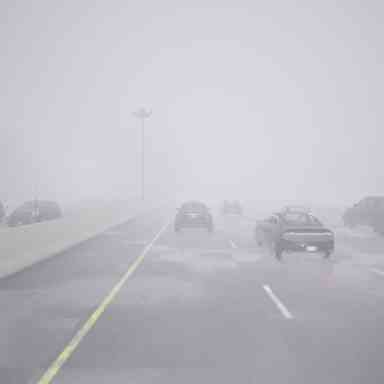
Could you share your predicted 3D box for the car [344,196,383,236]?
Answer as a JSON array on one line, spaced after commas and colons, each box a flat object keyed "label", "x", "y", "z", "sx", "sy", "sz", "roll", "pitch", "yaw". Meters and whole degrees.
[{"label": "car", "x": 10.597, "y": 1.222, "z": 18.589, "sx": 2.150, "sy": 2.045, "sz": 5.566, "roll": 0, "pitch": 0, "yaw": 0}]

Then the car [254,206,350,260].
[{"label": "car", "x": 3.598, "y": 1.492, "z": 12.454, "sx": 2.128, "sy": 1.511, "sz": 4.902, "roll": 0, "pitch": 0, "yaw": 0}]

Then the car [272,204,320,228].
[{"label": "car", "x": 7.095, "y": 1.602, "z": 23.307, "sx": 1.895, "sy": 1.301, "sz": 4.718, "roll": 0, "pitch": 0, "yaw": 0}]

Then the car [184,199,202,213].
[{"label": "car", "x": 0.094, "y": 1.549, "z": 38.991, "sx": 2.033, "sy": 1.411, "sz": 5.357, "roll": 0, "pitch": 0, "yaw": 0}]

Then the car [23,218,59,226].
[{"label": "car", "x": -10.602, "y": 1.353, "z": 22.686, "sx": 2.097, "sy": 1.767, "sz": 4.553, "roll": 0, "pitch": 0, "yaw": 0}]

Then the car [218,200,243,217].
[{"label": "car", "x": 3.596, "y": 1.493, "z": 31.187, "sx": 2.128, "sy": 1.511, "sz": 4.902, "roll": 0, "pitch": 0, "yaw": 0}]

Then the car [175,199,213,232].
[{"label": "car", "x": 0.096, "y": 1.353, "z": 20.208, "sx": 2.097, "sy": 1.767, "sz": 4.553, "roll": 0, "pitch": 0, "yaw": 0}]
